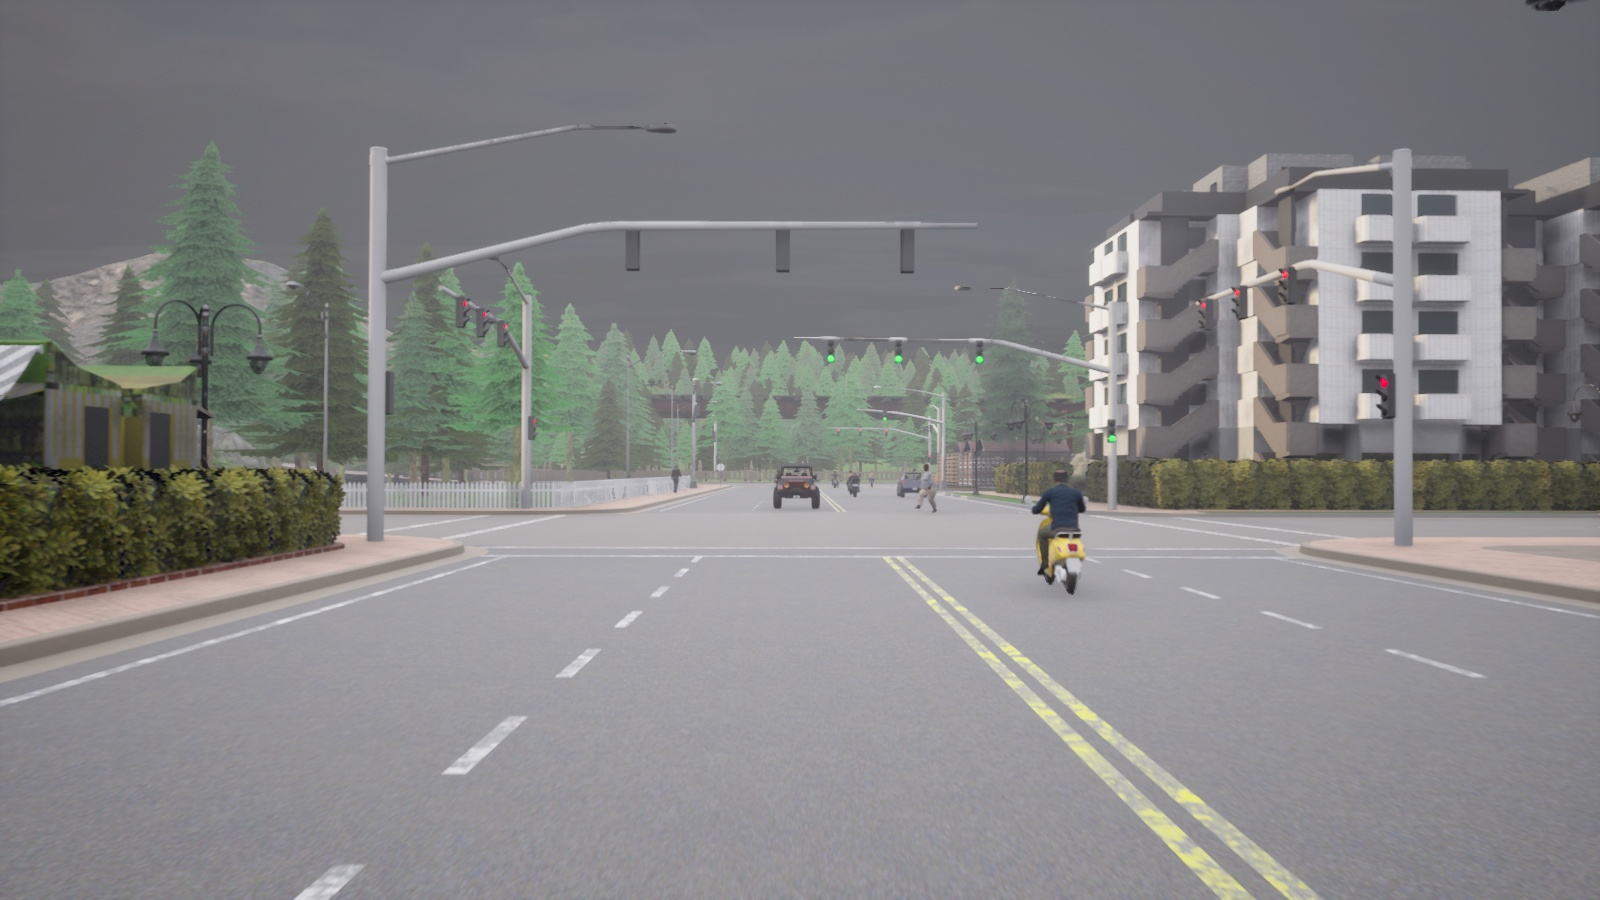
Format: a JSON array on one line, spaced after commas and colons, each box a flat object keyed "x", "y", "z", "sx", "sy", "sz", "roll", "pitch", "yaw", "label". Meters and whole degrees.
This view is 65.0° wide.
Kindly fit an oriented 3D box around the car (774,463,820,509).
[{"x": -0.131, "y": 1.505, "z": 53.403, "sx": 1.905, "sy": 1.878, "sz": 3.866, "roll": 0, "pitch": -1, "yaw": 0, "label": "car"}]

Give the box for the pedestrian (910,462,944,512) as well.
[{"x": 4.741, "y": 1.370, "z": 46.921, "sx": 0.900, "sy": 1.855, "sz": 0.874, "roll": 0, "pitch": -1, "yaw": -31, "label": "pedestrian"}]

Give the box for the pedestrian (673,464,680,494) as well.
[{"x": -7.714, "y": 1.817, "z": 78.432, "sx": 0.376, "sy": 1.854, "sz": 0.720, "roll": 0, "pitch": -1, "yaw": 0, "label": "pedestrian"}]

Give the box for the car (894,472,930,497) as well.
[{"x": 6.813, "y": 2.081, "z": 76.440, "sx": 1.845, "sy": 1.501, "sz": 3.633, "roll": 0, "pitch": -1, "yaw": 0, "label": "car"}]

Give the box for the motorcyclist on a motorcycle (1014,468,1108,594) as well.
[{"x": 3.458, "y": 1.036, "z": 16.806, "sx": 0.866, "sy": 1.590, "sz": 1.817, "roll": 0, "pitch": -1, "yaw": 0, "label": "motorcyclist on a motorcycle"}]
